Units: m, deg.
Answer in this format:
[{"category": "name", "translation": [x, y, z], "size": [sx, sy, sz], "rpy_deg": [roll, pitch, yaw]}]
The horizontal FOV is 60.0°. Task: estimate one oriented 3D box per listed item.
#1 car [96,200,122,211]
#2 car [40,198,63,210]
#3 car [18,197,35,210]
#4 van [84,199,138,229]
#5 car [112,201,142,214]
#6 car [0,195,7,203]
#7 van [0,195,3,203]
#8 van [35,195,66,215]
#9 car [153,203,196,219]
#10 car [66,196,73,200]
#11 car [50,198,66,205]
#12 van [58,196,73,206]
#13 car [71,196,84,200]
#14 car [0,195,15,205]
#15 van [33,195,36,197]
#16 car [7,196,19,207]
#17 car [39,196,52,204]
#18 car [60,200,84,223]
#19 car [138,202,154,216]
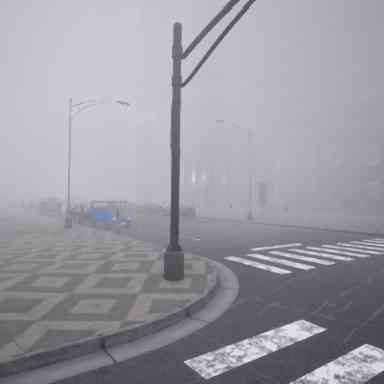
[{"category": "car", "translation": [-11.110, 1.754, 44.358], "size": [1.752, 1.417, 4.829], "rpy_deg": [1, -1, -35]}, {"category": "car", "translation": [-19.701, 1.658, 46.512], "size": [1.837, 1.490, 4.892], "rpy_deg": [1, -1, -35]}, {"category": "car", "translation": [-21.190, 1.681, 43.811], "size": [1.802, 1.307, 4.206], "rpy_deg": [1, -1, -35]}, {"category": "van", "translation": [-5.243, 1.336, 21.255], "size": [1.690, 1.788, 3.998], "rpy_deg": [1, -1, -35]}, {"category": "car", "translation": [-7.821, 1.752, 39.709], "size": [1.887, 1.381, 4.507], "rpy_deg": [1, -1, -35]}, {"category": "car", "translation": [-43.510, 1.565, 75.395], "size": [2.192, 1.841, 5.009], "rpy_deg": [1, -1, -35]}, {"category": "van", "translation": [-46.699, 1.613, 79.907], "size": [1.690, 1.788, 3.998], "rpy_deg": [1, -1, -35]}, {"category": "van", "translation": [-14.810, 1.398, 34.790], "size": [1.690, 1.788, 3.998], "rpy_deg": [1, -1, -35]}, {"category": "car", "translation": [-1.439, 1.710, 30.687], "size": [1.887, 1.381, 4.507], "rpy_deg": [1, -1, -35]}, {"category": "car", "translation": [-20.582, 1.608, 57.755], "size": [2.192, 1.841, 5.009], "rpy_deg": [1, -1, -35]}, {"category": "car", "translation": [-26.967, 1.886, 66.774], "size": [2.008, 1.369, 4.403], "rpy_deg": [1, -1, -35]}, {"category": "van", "translation": [-23.774, 1.655, 62.265], "size": [1.690, 1.788, 3.998], "rpy_deg": [1, -1, -35]}, {"category": "car", "translation": [-17.394, 1.816, 53.241], "size": [1.887, 1.381, 4.507], "rpy_deg": [1, -1, -35]}, {"category": "car", "translation": [-37.036, 1.731, 66.231], "size": [1.752, 1.417, 4.829], "rpy_deg": [1, -1, -35]}, {"category": "van", "translation": [-36.537, 1.741, 80.308], "size": [1.690, 1.788, 3.998], "rpy_deg": [1, -1, -35]}, {"category": "car", "translation": [-27.568, 1.693, 52.834], "size": [2.008, 1.369, 4.403], "rpy_deg": [1, -1, -35]}, {"category": "car", "translation": [-33.348, 1.819, 75.797], "size": [1.967, 1.590, 4.097], "rpy_deg": [1, -1, -35]}, {"category": "car", "translation": [-8.434, 1.559, 25.764], "size": [1.887, 1.381, 4.507], "rpy_deg": [1, -1, -35]}, {"category": "car", "translation": [-4.630, 1.731, 35.198], "size": [1.887, 1.381, 4.507], "rpy_deg": [1, -1, -35]}]
